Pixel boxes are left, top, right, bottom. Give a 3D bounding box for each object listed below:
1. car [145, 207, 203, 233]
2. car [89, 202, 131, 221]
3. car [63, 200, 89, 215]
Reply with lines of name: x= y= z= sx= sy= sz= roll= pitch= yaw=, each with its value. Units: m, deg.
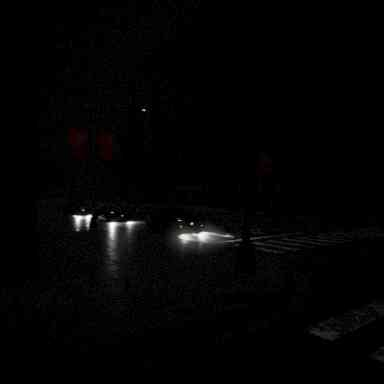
car: x=-1.169 y=1.619 z=20.372 sx=1.994 sy=1.385 sz=4.181 roll=0 pitch=0 yaw=-36
car: x=-6.905 y=1.619 z=28.359 sx=1.812 sy=1.442 sz=4.674 roll=0 pitch=0 yaw=-36
car: x=-12.671 y=1.622 z=36.395 sx=2.128 sy=1.511 sz=4.902 roll=0 pitch=0 yaw=-35
